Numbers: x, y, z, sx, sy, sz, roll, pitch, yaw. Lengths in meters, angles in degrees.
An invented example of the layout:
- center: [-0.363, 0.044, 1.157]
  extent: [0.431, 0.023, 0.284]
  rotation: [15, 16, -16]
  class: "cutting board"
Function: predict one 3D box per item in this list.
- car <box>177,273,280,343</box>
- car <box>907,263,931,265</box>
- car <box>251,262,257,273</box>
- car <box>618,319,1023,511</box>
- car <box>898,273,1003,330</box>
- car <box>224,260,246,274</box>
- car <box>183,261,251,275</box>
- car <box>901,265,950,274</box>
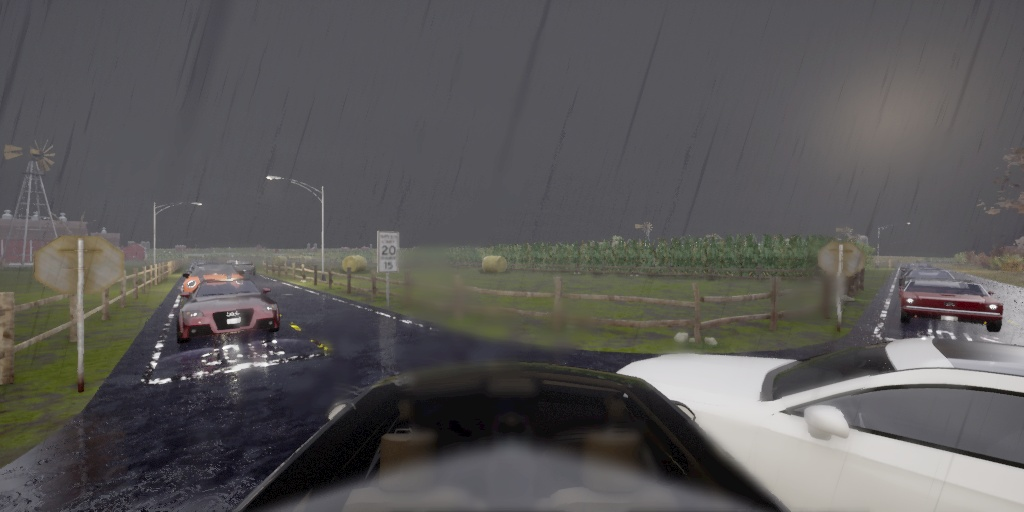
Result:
- center: [-7.887, 1.352, 9.939]
  extent: [1.994, 1.385, 4.181]
  rotation: [0, 0, -42]
  class: "car"
- center: [27.482, 1.385, 24.038]
  extent: [4.181, 1.385, 1.994]
  rotation: [0, 1, -43]
  class: "car"
- center: [-26.786, 1.268, 35.757]
  extent: [2.128, 1.511, 4.902]
  rotation: [0, 0, -41]
  class: "car"
- center: [2.850, 1.293, 2.293]
  extent: [1.812, 1.442, 4.674]
  rotation: [0, 1, -44]
  class: "car"
- center: [13.579, 1.391, 11.296]
  extent: [4.718, 1.301, 1.895]
  rotation: [0, 1, -43]
  class: "car"
- center: [-33.466, 1.286, 43.252]
  extent: [1.837, 1.490, 4.892]
  rotation: [0, 0, -41]
  class: "car"
- center: [-13.627, 1.134, 16.455]
  extent: [2.097, 1.767, 4.553]
  rotation: [0, 0, -41]
  class: "car"
- center: [20.692, 1.351, 17.820]
  extent: [5.357, 1.411, 2.033]
  rotation: [0, 1, -42]
  class: "car"
